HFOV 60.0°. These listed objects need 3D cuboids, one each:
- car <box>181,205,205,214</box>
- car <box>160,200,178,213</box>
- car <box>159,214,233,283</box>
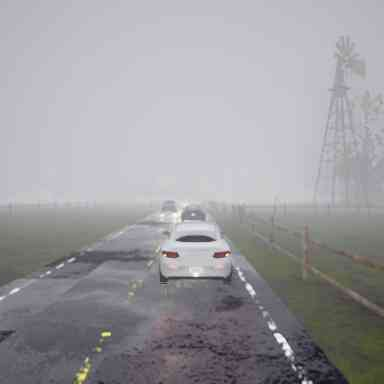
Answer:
[{"bbox_3d":[0.099,1.752,27.778,1.994,1.385,4.181,0,0,0],"label":"car"},{"bbox_3d":[-2.771,1.780,40.895,1.837,1.490,4.892,0,-1,0],"label":"car"},{"bbox_3d":[0.097,1.593,9.754,1.812,1.442,4.674,0,0,0],"label":"car"}]
